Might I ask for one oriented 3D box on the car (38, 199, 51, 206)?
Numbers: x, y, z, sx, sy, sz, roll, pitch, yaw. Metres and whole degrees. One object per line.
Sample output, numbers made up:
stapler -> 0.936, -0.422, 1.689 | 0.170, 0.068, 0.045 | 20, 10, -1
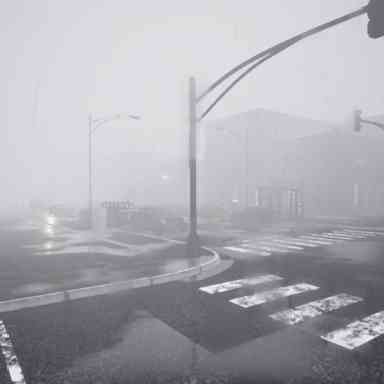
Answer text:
car -> -35.510, 2.495, 80.041 | 1.752, 1.417, 4.829 | -1, 0, -36

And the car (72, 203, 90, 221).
car -> -8.688, 1.919, 29.419 | 2.008, 1.369, 4.403 | -1, 0, -36

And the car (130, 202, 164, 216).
car -> -5.290, 1.911, 38.893 | 2.008, 1.369, 4.403 | -1, 0, -36

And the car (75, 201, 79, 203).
car -> -22.022, 2.280, 61.677 | 1.802, 1.307, 4.206 | -1, 0, -36

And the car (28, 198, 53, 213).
car -> -22.080, 1.952, 47.645 | 2.192, 1.841, 5.009 | -1, 0, -36

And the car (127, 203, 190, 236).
car -> -1.997, 1.674, 20.305 | 1.967, 1.590, 4.097 | -1, 0, -36

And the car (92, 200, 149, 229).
car -> -5.346, 1.616, 24.862 | 2.192, 1.841, 5.009 | -1, 0, -36

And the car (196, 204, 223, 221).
car -> 1.303, 1.753, 29.916 | 1.752, 1.417, 4.829 | -1, 0, -36

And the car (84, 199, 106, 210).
car -> -15.333, 2.003, 52.563 | 1.967, 1.590, 4.097 | -1, 0, -36

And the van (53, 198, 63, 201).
van -> -28.721, 2.174, 70.790 | 1.690, 1.788, 3.998 | -1, 0, -36

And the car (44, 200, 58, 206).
car -> -32.062, 2.445, 75.347 | 1.887, 1.381, 4.507 | -1, 0, -36

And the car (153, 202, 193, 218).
car -> -2.044, 1.821, 34.473 | 1.752, 1.417, 4.829 | -1, 0, -36

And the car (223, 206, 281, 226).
car -> 4.751, 1.725, 25.222 | 1.947, 1.339, 4.313 | -1, 0, -36

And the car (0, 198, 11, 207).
car -> -42.194, 2.358, 74.961 | 2.192, 1.841, 5.009 | -1, 0, -36

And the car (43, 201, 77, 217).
car -> -15.382, 2.053, 38.532 | 2.008, 1.369, 4.403 | -1, 0, -36
